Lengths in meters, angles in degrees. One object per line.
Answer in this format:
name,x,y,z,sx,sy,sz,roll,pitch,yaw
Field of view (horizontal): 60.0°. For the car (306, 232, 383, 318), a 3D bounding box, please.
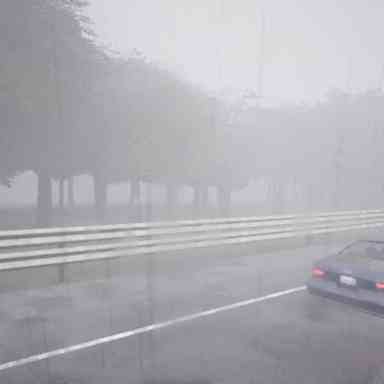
car,4.736,1.575,7.168,5.357,1.411,2.033,0,0,-35
